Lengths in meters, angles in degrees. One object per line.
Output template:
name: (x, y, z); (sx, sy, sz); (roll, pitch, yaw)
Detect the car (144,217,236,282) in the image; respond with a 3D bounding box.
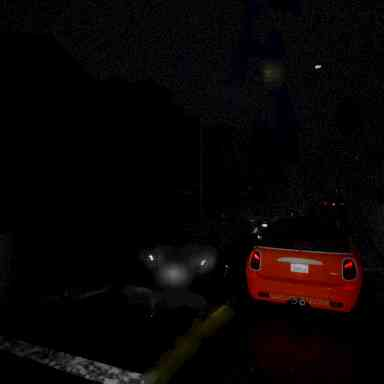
car: (0.676, 1.497, 10.097); (2.033, 1.411, 5.357); (1, 0, 24)

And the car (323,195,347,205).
car: (14.969, 1.314, 34.927); (2.150, 2.045, 5.566); (1, 0, 25)

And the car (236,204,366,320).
car: (2.734, 1.335, 7.711); (2.097, 1.767, 4.553); (1, 0, 24)

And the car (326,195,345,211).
car: (19.212, 1.391, 44.501); (2.150, 2.045, 5.566); (1, 0, 24)

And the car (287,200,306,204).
car: (8.794, 1.503, 28.187); (1.837, 1.490, 4.892); (1, 0, 24)
